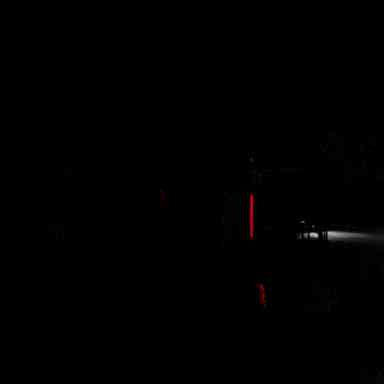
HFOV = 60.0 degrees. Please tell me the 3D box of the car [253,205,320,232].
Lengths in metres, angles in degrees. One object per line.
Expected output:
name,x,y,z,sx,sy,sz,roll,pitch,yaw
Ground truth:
car,5.229,1.547,20.674,2.033,1.411,5.357,0,0,-35
